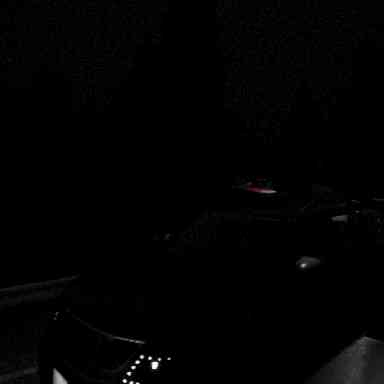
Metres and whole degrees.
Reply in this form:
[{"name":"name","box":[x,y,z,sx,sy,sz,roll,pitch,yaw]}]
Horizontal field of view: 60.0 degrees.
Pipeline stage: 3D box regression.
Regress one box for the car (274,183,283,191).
[{"name":"car","box":[9.637,-0.379,31.309,2.033,1.411,5.357,2,5,-12]}]

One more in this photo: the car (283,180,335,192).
[{"name":"car","box":[8.301,0.173,22.402,1.882,1.535,5.008,1,5,-10]}]

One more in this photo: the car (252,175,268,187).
[{"name":"car","box":[8.952,-1.490,43.842,2.128,1.511,4.902,1,5,12]}]

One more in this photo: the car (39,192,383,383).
[{"name":"car","box":[1.004,1.140,4.519,5.566,2.045,2.150,-2,2,-41]}]
